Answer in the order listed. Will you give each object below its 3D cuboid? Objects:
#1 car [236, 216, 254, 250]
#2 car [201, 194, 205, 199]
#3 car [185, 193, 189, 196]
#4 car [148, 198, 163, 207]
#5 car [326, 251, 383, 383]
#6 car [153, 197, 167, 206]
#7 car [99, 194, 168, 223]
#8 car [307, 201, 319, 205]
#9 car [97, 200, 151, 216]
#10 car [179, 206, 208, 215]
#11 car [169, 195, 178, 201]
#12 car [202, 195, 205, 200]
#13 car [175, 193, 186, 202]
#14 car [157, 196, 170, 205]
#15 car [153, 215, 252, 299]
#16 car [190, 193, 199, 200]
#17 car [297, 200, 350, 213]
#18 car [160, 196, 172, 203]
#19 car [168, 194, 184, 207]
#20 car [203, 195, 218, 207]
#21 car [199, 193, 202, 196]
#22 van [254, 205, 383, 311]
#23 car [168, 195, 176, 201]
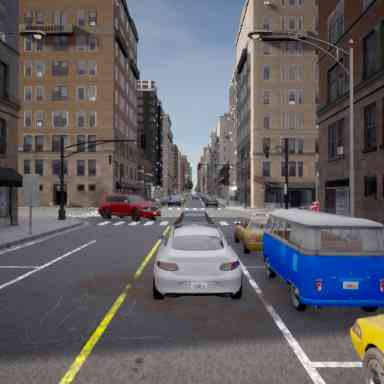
[{"bbox_3d":[2.689,1.528,13.313,1.752,1.417,4.829,1,0,0],"label":"car"},{"bbox_3d":[3.196,1.555,61.866,2.008,1.369,4.403,1,0,1],"label":"car"},{"bbox_3d":[-2.338,1.359,72.034,2.097,1.767,4.553,0,0,1],"label":"car"},{"bbox_3d":[-5.482,1.588,50.920,1.802,1.307,4.206,1,0,1],"label":"car"},{"bbox_3d":[2.678,1.526,1.966,1.752,1.417,4.829,1,0,0],"label":"car"},{"bbox_3d":[-5.405,1.571,56.449,1.947,1.339,4.313,1,0,1],"label":"car"},{"bbox_3d":[-4.974,1.225,26.345,5.566,2.045,2.150,0,-1,36],"label":"car"},{"bbox_3d":[15.592,1.357,35.566,5.566,2.045,2.150,0,-1,0],"label":"car"},{"bbox_3d":[-6.511,1.507,32.273,4.892,1.490,1.837,0,0,0],"label":"car"},{"bbox_3d":[0.108,1.567,15.653,1.994,1.385,4.181,0,0,0],"label":"car"},{"bbox_3d":[-4.946,1.566,89.621,1.947,1.339,4.313,1,0,1],"label":"car"},{"bbox_3d":[3.120,1.549,56.336,1.887,1.381,4.507,1,0,1],"label":"car"},{"bbox_3d":[-2.543,1.483,61.907,1.882,1.535,5.008,0,0,1],"label":"car"},{"bbox_3d":[-5.328,1.556,61.977,2.008,1.369,4.403,1,0,1],"label":"car"},{"bbox_3d":[0.084,1.527,8.317,1.812,1.442,4.674,0,0,-1],"label":"car"},{"bbox_3d":[0.935,1.523,91.853,1.812,1.442,4.674,0,0,1],"label":"car"},{"bbox_3d":[15.241,1.712,38.814,5.357,1.411,2.033,0,-1,0],"label":"car"},{"bbox_3d":[-5.251,1.549,67.506,1.887,1.381,4.507,1,0,1],"label":"car"},{"bbox_3d":[-2.702,1.483,52.247,1.882,1.535,5.008,0,0,1],"label":"car"},{"bbox_3d":[3.044,1.571,50.806,1.947,1.339,4.313,1,0,1],"label":"car"},{"bbox_3d":[3.579,1.550,89.517,2.008,1.369,4.403,1,0,1],"label":"car"},{"bbox_3d":[2.685,1.342,7.469,1.690,1.788,3.998,1,0,0],"label":"van"},{"bbox_3d":[-5.024,1.527,83.923,1.752,1.417,4.829,1,0,1],"label":"car"}]
